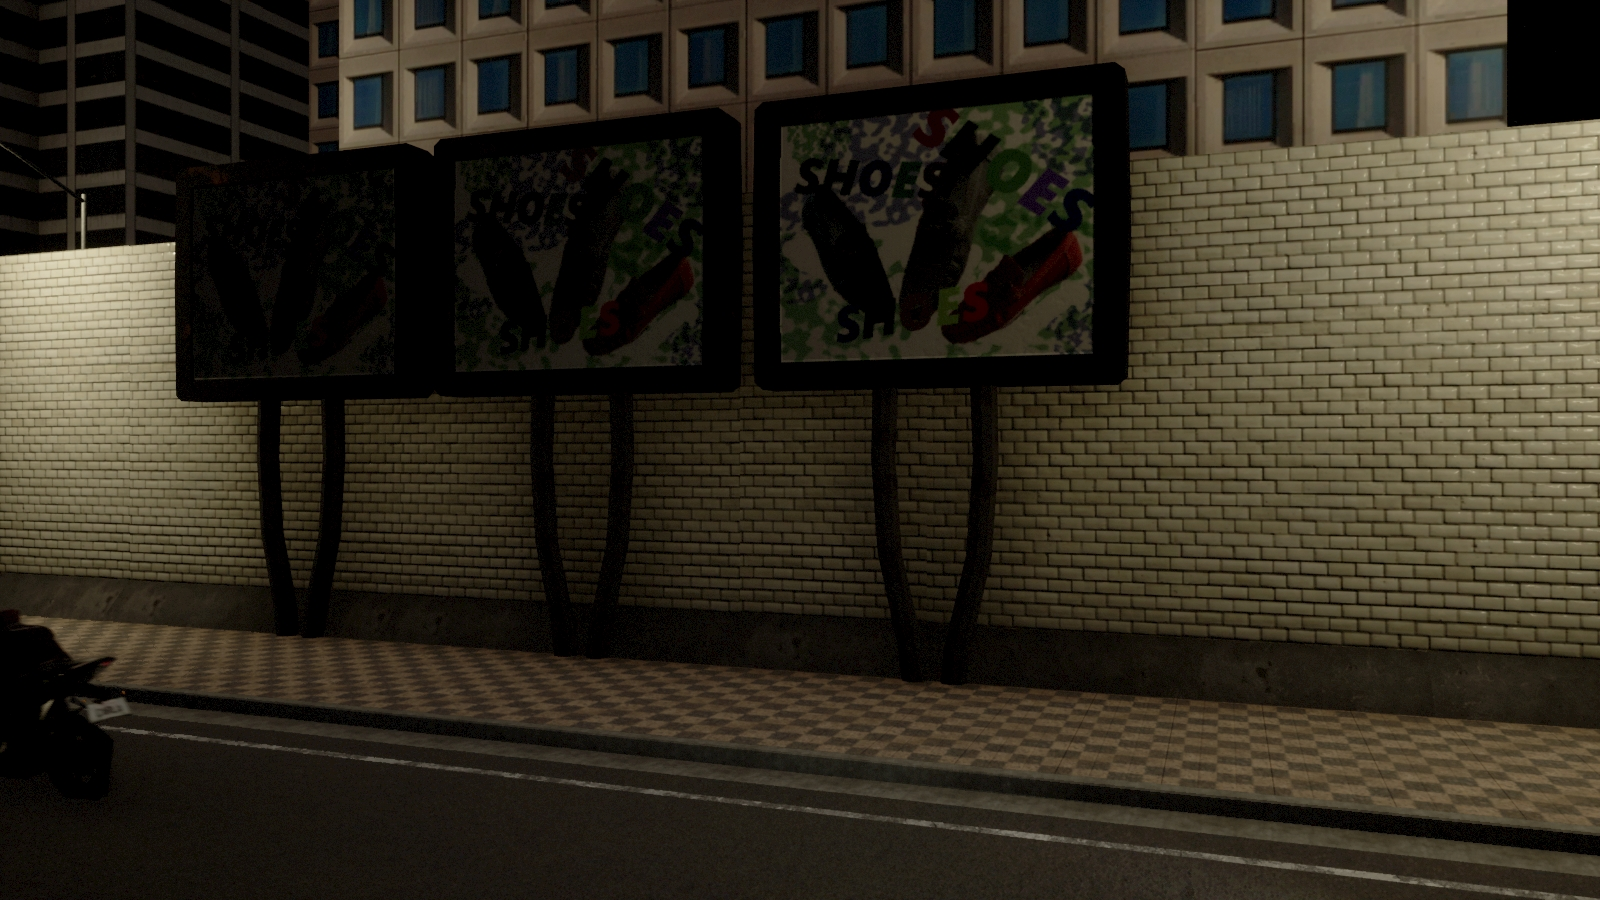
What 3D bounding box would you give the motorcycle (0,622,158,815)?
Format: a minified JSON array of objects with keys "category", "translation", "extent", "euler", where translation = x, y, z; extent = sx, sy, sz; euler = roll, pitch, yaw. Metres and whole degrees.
[{"category":"motorcycle","translation":[-6.520,2.149,9.469],"extent":[2.209,1.251,0.867],"euler":[0,0,20]}]
